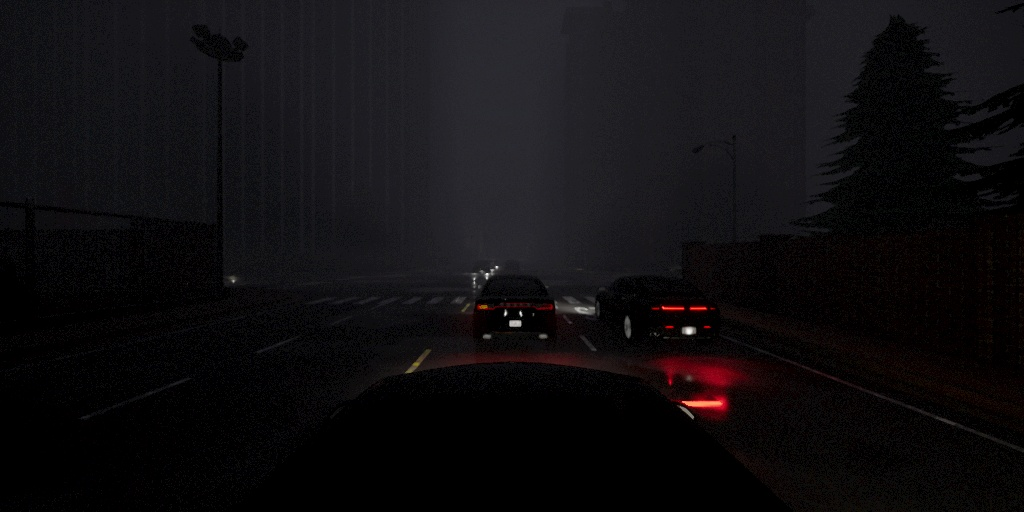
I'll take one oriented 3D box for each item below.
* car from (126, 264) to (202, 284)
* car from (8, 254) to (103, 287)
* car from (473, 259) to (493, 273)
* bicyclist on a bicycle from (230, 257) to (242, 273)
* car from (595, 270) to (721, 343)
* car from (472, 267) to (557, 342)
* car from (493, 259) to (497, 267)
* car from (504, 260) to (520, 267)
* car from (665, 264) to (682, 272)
[{"bbox_3d":[-25.083,1.248,25.979,4.181,1.385,1.994,0,0,0],"label":"car"},{"bbox_3d":[-29.302,0.907,22.464,5.566,2.045,2.150,0,0,0],"label":"car"},{"bbox_3d":[-3.679,1.258,44.107,1.812,1.442,4.674,0,0,0],"label":"car"},{"bbox_3d":[-29.244,0.980,37.948,0.582,1.620,1.656,0,0,0],"label":"bicyclist on a bicycle"},{"bbox_3d":[3.563,1.251,9.632,1.837,1.490,4.892,0,0,0],"label":"car"},{"bbox_3d":[0.045,1.224,9.764,1.882,1.535,5.008,0,0,-1],"label":"car"},{"bbox_3d":[-3.697,1.253,54.958,1.812,1.442,4.674,0,0,0],"label":"car"},{"bbox_3d":[0.003,1.208,47.479,1.882,1.535,5.008,0,0,0],"label":"car"},{"bbox_3d":[16.620,1.207,33.359,4.674,1.442,1.812,0,0,-1],"label":"car"}]
